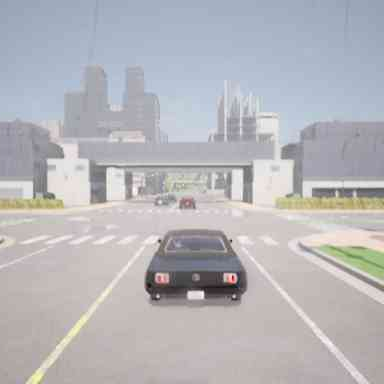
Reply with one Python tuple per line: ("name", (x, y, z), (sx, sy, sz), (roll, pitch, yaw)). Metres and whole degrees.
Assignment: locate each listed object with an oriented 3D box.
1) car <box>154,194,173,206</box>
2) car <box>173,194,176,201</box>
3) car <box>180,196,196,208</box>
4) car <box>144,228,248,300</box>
("car", (-4.233, 1.202, 46.945), (2.128, 1.511, 4.902), (0, 0, 0))
("car", (-4.150, 1.091, 66.368), (1.837, 1.490, 4.892), (0, 0, 0))
("car", (-0.535, 1.220, 42.176), (1.882, 1.535, 5.008), (0, 0, 0))
("car", (0.077, 1.547, 8.168), (1.895, 1.301, 4.718), (0, 0, 0))
